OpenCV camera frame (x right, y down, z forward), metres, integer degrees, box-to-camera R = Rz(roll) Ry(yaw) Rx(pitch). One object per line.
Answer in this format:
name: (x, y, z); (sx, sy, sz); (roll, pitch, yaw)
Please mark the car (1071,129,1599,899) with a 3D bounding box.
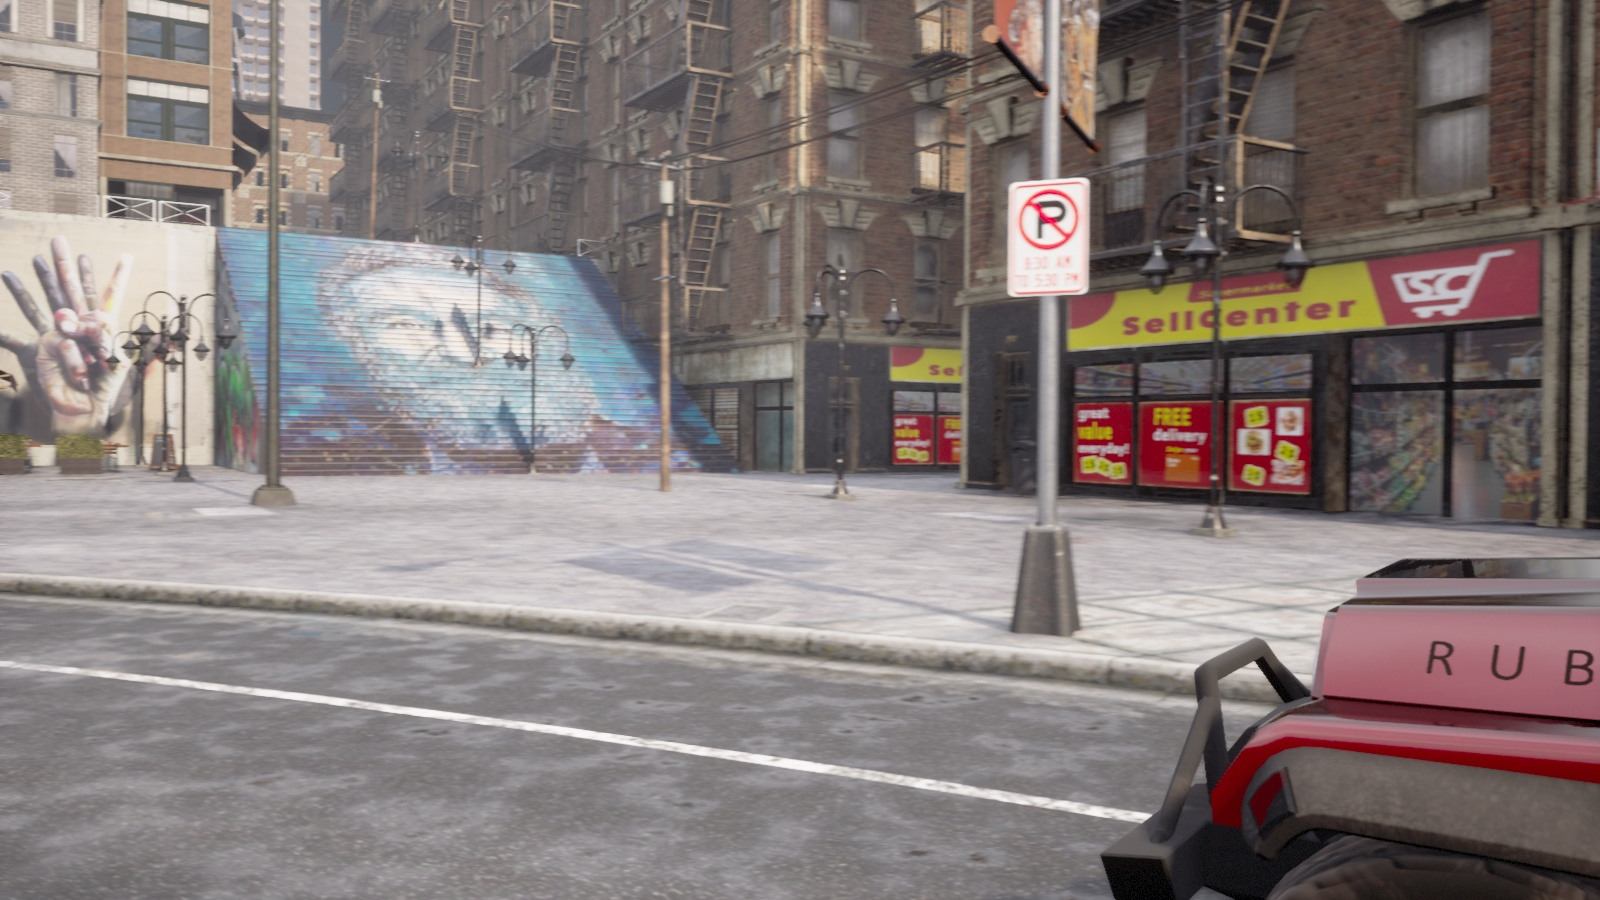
car: (2.616, 0.474, 1.909); (3.866, 1.878, 1.905); (0, 1, 34)
